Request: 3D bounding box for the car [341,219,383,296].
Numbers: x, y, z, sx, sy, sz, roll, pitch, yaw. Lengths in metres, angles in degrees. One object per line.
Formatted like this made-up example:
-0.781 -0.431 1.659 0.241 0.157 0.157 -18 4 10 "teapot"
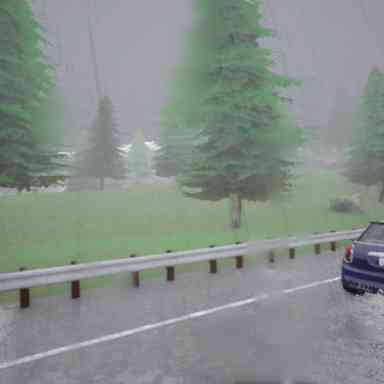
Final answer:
5.370 1.315 7.306 4.553 1.767 2.097 0 0 -34 "car"
